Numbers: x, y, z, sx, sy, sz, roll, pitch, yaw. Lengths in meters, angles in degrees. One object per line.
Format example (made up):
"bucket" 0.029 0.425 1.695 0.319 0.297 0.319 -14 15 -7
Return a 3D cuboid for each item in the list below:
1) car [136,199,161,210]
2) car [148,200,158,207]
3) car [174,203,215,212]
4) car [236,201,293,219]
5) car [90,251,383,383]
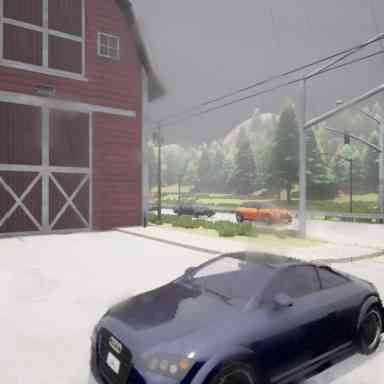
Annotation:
"car" -6.558 1.850 49.597 1.812 1.442 4.674 0 0 -34
"car" -5.517 1.842 41.692 1.994 1.385 4.181 0 0 -35
"car" 0.099 1.772 33.473 2.033 1.411 5.357 0 0 -34
"car" 5.473 1.526 25.612 2.097 1.767 4.553 0 0 -34
"car" 0.818 1.575 4.570 4.181 1.385 1.994 0 0 -35
